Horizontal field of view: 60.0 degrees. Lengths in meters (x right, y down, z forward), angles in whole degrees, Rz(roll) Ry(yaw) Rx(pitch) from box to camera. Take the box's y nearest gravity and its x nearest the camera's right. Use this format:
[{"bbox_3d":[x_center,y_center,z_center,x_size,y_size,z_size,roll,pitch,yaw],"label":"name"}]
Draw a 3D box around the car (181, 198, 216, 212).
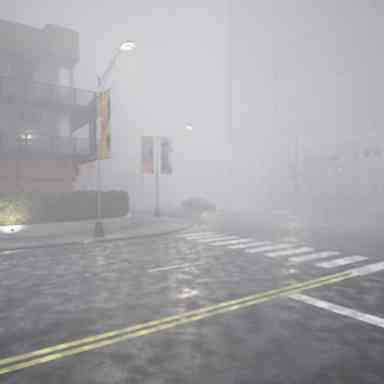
[{"bbox_3d":[0.699,1.401,37.391,1.882,1.535,5.008,0,0,-35],"label":"car"}]
